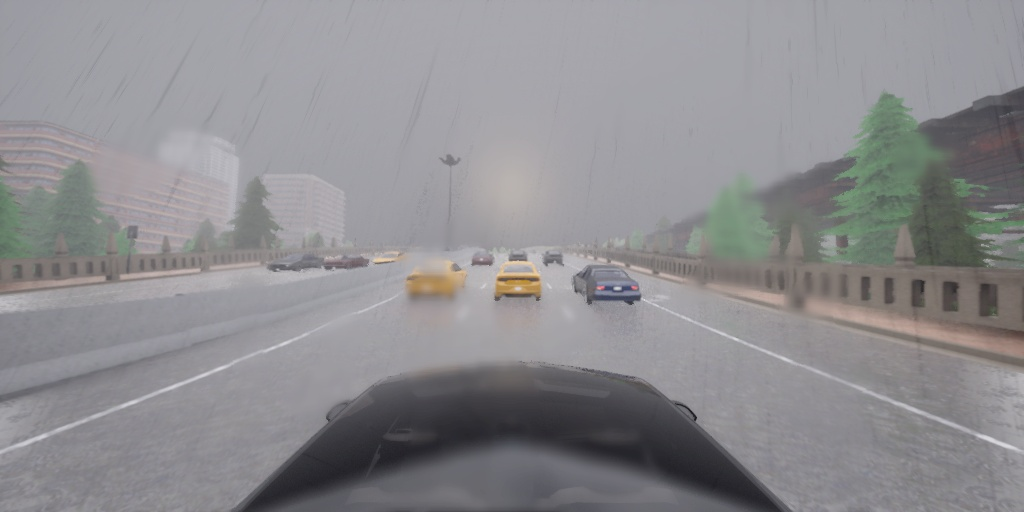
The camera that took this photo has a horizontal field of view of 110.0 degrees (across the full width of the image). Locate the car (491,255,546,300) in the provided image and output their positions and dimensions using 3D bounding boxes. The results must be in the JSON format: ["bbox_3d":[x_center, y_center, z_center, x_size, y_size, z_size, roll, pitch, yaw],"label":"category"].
[{"bbox_3d":[0.287,0.976,16.167,1.882,1.535,5.008,0,3,1],"label":"car"}]

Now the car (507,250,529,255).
[{"bbox_3d":[0.596,0.161,36.187,1.837,1.490,4.892,0,3,1],"label":"car"}]

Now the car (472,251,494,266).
[{"bbox_3d":[-2.902,0.213,36.358,1.994,1.385,4.181,0,2,1],"label":"car"}]

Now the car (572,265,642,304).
[{"bbox_3d":[3.770,1.090,15.125,2.033,1.411,5.357,0,2,1],"label":"car"}]

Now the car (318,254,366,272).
[{"bbox_3d":[-13.696,0.524,29.858,1.895,1.301,4.718,0,2,1],"label":"car"}]

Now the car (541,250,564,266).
[{"bbox_3d":[4.095,0.165,36.101,1.837,1.490,4.892,0,3,1],"label":"car"}]

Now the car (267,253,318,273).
[{"bbox_3d":[-17.209,0.506,29.035,2.033,1.411,5.357,0,2,1],"label":"car"}]

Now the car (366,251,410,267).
[{"bbox_3d":[-10.186,0.375,30.470,1.882,1.535,5.008,0,3,1],"label":"car"}]

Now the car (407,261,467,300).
[{"bbox_3d":[-3.213,0.975,16.217,1.882,1.535,5.008,0,3,1],"label":"car"}]
